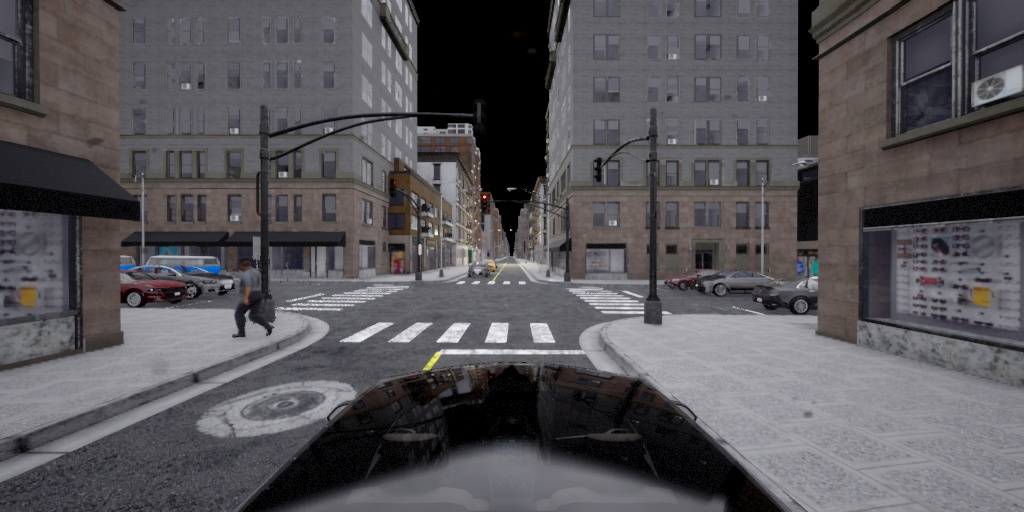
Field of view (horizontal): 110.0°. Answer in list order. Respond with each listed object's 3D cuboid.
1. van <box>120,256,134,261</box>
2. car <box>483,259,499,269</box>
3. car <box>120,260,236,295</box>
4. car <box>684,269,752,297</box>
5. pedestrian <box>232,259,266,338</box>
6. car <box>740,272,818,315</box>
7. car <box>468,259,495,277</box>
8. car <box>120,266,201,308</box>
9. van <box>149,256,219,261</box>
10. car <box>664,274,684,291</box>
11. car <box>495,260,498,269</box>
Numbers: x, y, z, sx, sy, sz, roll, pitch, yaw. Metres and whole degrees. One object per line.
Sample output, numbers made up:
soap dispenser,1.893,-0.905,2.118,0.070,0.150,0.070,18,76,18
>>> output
van,-26.098,0.831,22.439,3.998,1.789,1.690,0,0,0
car,-3.100,1.245,54.838,2.033,1.411,5.357,0,0,1
car,-15.566,1.115,16.586,4.902,1.511,2.128,1,0,0
car,12.100,1.442,19.600,4.181,1.385,1.994,1,0,0
pedestrian,-5.856,0.891,7.979,0.375,1.860,0.375,0,0,0
car,11.615,1.456,13.649,4.403,1.370,2.007,0,0,0
car,-3.103,1.218,34.645,2.128,1.511,4.902,0,0,0
car,-15.148,1.188,13.831,4.507,1.381,1.888,0,0,0
van,-20.607,0.883,22.402,3.998,1.789,1.690,0,0,0
car,11.647,1.440,22.175,4.207,1.307,1.802,0,0,0
car,-3.110,1.191,44.728,1.882,1.535,5.008,0,0,0
